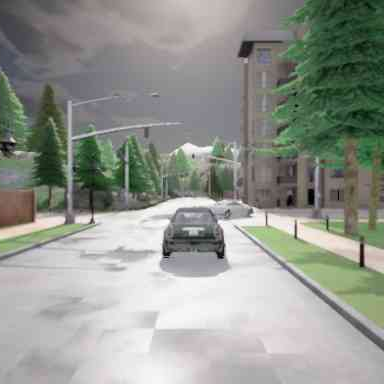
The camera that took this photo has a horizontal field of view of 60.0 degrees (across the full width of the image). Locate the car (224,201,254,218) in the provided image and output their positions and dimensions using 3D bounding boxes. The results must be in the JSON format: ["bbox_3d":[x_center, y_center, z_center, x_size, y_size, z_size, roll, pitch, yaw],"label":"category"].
[{"bbox_3d":[3.383,1.506,28.874,4.674,1.442,1.812,0,-1,-41],"label":"car"}]

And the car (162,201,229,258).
[{"bbox_3d":[0.069,1.338,12.907,2.097,1.767,4.553,0,0,0],"label":"car"}]
